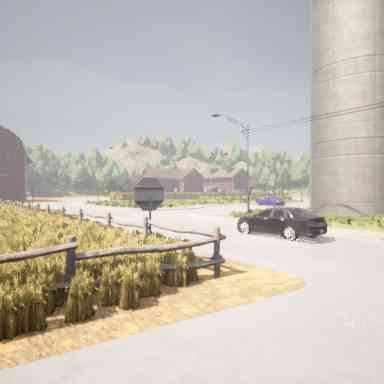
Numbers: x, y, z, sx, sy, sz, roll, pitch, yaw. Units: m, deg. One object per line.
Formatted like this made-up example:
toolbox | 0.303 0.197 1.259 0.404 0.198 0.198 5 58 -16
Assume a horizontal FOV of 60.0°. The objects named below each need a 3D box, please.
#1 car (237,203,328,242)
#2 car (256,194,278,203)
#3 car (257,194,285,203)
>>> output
car | 4.354 1.504 16.754 1.837 1.490 4.892 0 0 -36
car | 16.428 1.309 73.149 1.932 1.855 4.605 0 0 -36
car | 12.923 1.479 54.180 2.242 1.667 4.611 0 0 -36
